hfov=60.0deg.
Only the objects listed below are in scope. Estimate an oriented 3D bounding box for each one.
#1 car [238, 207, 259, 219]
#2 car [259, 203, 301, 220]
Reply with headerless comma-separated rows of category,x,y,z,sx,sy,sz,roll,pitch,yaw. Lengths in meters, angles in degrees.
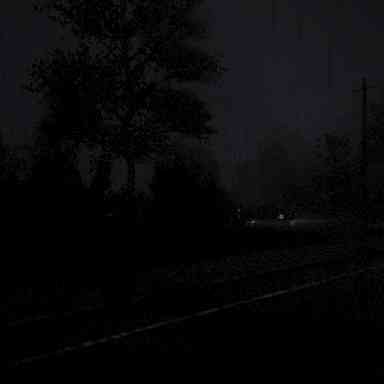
car,3.121,1.513,28.890,2.097,1.767,4.553,0,-1,-41
car,7.375,1.689,29.256,1.994,1.385,4.181,0,-1,-40
